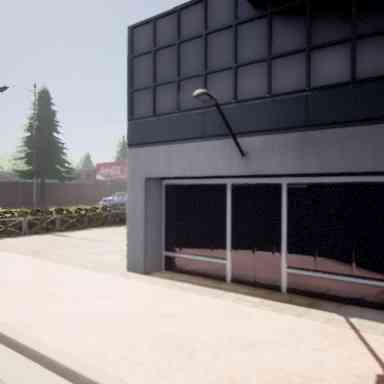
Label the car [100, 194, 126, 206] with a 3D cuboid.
[{"bbox_3d":[-7.705,1.315,38.506,1.882,1.535,5.008,0,0,36],"label":"car"}]

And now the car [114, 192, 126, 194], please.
[{"bbox_3d":[-9.049,1.038,42.614,2.150,2.045,5.566,0,0,36],"label":"car"}]
